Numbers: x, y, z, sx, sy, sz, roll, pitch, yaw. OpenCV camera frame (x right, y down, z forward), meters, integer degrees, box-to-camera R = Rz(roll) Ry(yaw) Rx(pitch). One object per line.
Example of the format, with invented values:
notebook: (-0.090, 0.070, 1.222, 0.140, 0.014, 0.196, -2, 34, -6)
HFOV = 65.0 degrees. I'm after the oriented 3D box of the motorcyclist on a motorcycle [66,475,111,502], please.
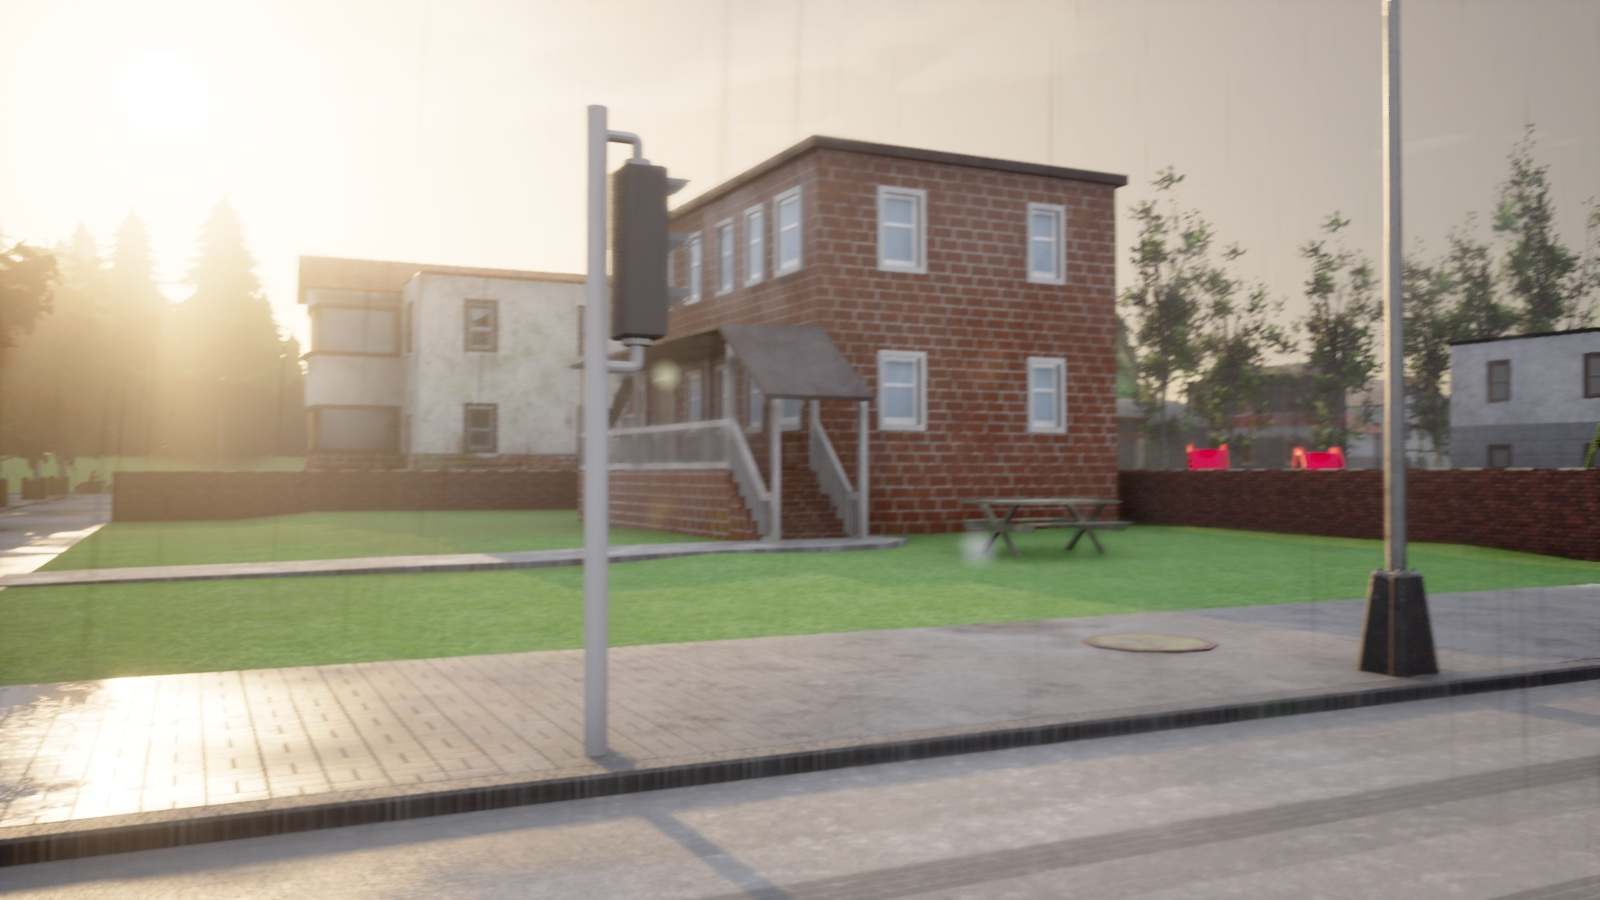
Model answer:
motorcyclist on a motorcycle: (-44.435, 2.403, 78.444, 2.350, 1.649, 0.766, 0, -1, -26)
